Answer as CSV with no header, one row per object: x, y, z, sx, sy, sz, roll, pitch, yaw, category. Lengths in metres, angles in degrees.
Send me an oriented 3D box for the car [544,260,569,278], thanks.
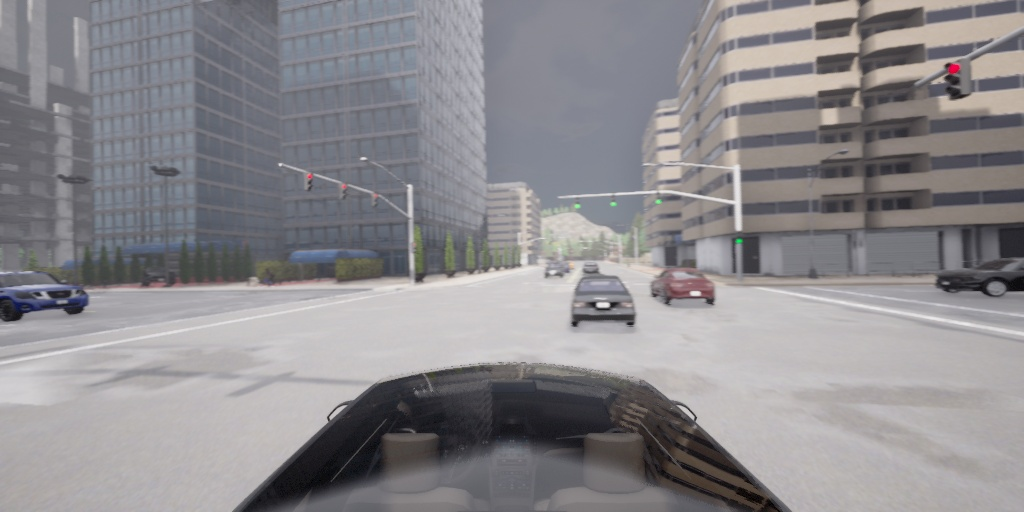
4.456,1.482,37.272,2.128,1.511,4.902,-2,-1,12,car

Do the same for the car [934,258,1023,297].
20.743,0.810,14.700,5.008,1.535,1.882,-2,-1,10,car

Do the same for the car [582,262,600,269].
8.842,1.396,40.282,2.128,1.511,4.902,-2,-1,12,car

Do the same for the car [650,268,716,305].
7.221,1.223,15.463,1.812,1.442,4.674,-2,-1,12,car

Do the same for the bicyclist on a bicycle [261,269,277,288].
-20.557,1.882,30.339,0.582,1.620,1.656,-2,0,11,bicyclist on a bicycle

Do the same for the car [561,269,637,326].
2.863,1.322,11.717,2.033,1.411,5.357,-2,-1,12,car

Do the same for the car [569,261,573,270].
6.534,1.387,47.143,2.097,1.767,4.553,-2,-1,12,car

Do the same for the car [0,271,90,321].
-21.909,1.693,15.843,5.566,2.045,2.150,-2,-1,11,car

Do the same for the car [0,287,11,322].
-20.272,1.935,11.946,5.357,1.411,2.033,-2,-1,11,car
